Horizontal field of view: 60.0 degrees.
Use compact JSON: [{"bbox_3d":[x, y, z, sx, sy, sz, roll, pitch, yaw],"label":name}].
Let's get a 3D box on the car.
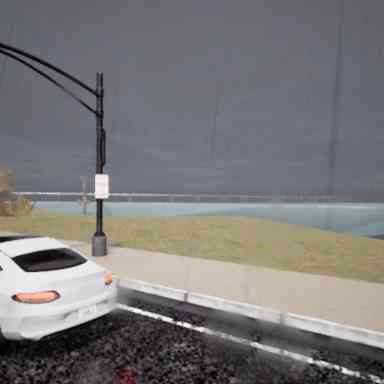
[{"bbox_3d":[-3.357,1.526,6.056,4.674,1.442,1.812,0,0,35],"label":"car"}]
